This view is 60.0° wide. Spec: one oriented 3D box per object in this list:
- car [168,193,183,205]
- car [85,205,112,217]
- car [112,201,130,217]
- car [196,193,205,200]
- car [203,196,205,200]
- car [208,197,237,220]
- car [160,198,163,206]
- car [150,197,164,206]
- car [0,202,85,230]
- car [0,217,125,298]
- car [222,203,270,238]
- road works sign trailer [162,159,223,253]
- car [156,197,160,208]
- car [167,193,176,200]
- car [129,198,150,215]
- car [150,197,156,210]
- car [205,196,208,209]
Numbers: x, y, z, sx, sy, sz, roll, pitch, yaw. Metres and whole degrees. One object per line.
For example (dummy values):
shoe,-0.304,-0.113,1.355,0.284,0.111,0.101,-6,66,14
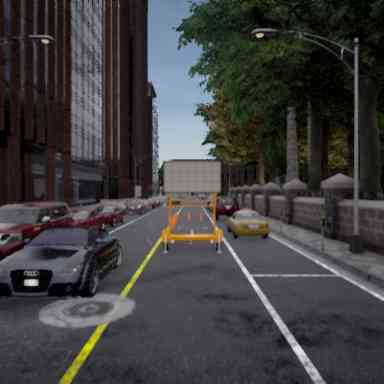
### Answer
car,-2.950,1.329,57.045,2.097,1.767,4.553,0,0,0
car,-5.747,1.532,17.093,1.887,1.381,4.507,0,0,0
car,-5.742,1.530,22.550,1.887,1.381,4.507,0,0,0
car,2.845,1.422,87.254,1.967,1.590,4.097,0,0,0
car,2.804,1.547,44.372,1.947,1.339,4.313,0,0,0
car,2.788,1.300,28.002,2.192,1.841,5.009,0,0,0
car,-5.716,1.420,49.835,1.967,1.590,4.097,0,0,0
car,-5.711,1.504,55.122,1.752,1.417,4.829,0,0,0
car,-5.752,1.306,11.636,2.192,1.841,5.009,0,0,0
car,-3.093,1.557,8.392,1.994,1.385,4.181,0,0,0
car,2.778,1.513,17.259,1.752,1.417,4.829,0,0,0
road works sign trailer,0.013,0.454,13.638,2.380,3.560,2.880,0,0,0
car,-5.721,1.525,44.378,1.887,1.381,4.507,0,0,0
car,-5.676,1.297,92.700,2.192,1.841,5.009,0,0,0
car,-5.731,1.423,33.464,1.967,1.590,4.097,0,0,0
car,-5.726,1.532,38.921,2.008,1.369,4.403,0,0,0
car,2.799,1.507,39.085,1.752,1.417,4.829,0,0,0
